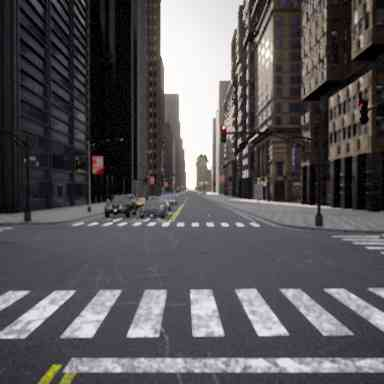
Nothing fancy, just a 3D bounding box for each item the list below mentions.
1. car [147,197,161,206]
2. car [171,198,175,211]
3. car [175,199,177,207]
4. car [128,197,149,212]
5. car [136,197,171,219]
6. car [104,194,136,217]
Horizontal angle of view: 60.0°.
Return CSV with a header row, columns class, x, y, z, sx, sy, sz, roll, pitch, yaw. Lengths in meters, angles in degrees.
class,x,y,z,sx,sy,sz,roll,pitch,yaw
car,-6.547,1.576,57.474,1.994,1.385,4.181,0,0,0
car,-3.336,1.542,38.928,1.812,1.442,4.674,0,0,0
car,-3.317,1.576,52.135,1.994,1.385,4.181,0,0,0
car,-6.576,1.493,41.396,1.882,1.535,5.008,0,1,0
car,-3.337,1.370,29.695,2.097,1.767,4.553,0,0,0
car,-6.588,1.239,31.305,2.150,2.045,5.566,0,0,0
